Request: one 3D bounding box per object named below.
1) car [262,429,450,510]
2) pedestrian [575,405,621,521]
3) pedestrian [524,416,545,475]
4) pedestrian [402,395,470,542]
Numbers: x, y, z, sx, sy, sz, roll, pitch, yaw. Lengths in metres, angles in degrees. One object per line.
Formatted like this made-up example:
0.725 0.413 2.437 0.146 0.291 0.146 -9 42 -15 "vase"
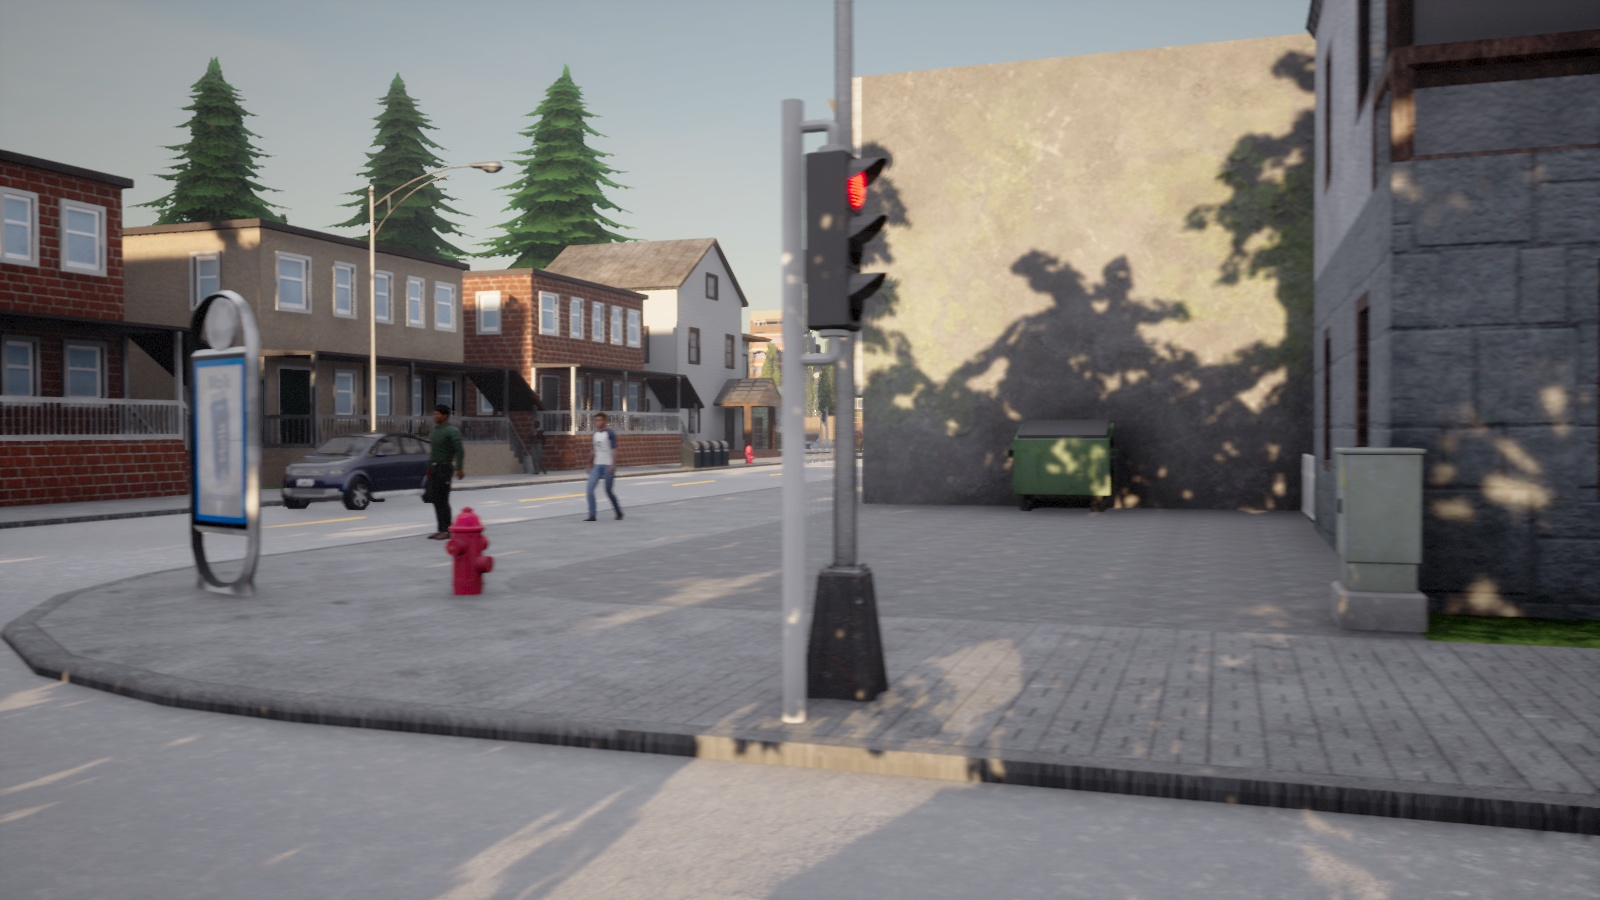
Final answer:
-9.150 0.352 26.178 1.789 1.549 3.705 1 1 19 "car"
-3.270 0.198 20.352 0.354 1.836 0.706 1 1 35 "pedestrian"
-8.812 -0.165 41.697 0.402 1.930 0.666 1 1 18 "pedestrian"
-4.937 0.245 17.051 0.788 1.949 0.423 -1 1 -42 "pedestrian"
